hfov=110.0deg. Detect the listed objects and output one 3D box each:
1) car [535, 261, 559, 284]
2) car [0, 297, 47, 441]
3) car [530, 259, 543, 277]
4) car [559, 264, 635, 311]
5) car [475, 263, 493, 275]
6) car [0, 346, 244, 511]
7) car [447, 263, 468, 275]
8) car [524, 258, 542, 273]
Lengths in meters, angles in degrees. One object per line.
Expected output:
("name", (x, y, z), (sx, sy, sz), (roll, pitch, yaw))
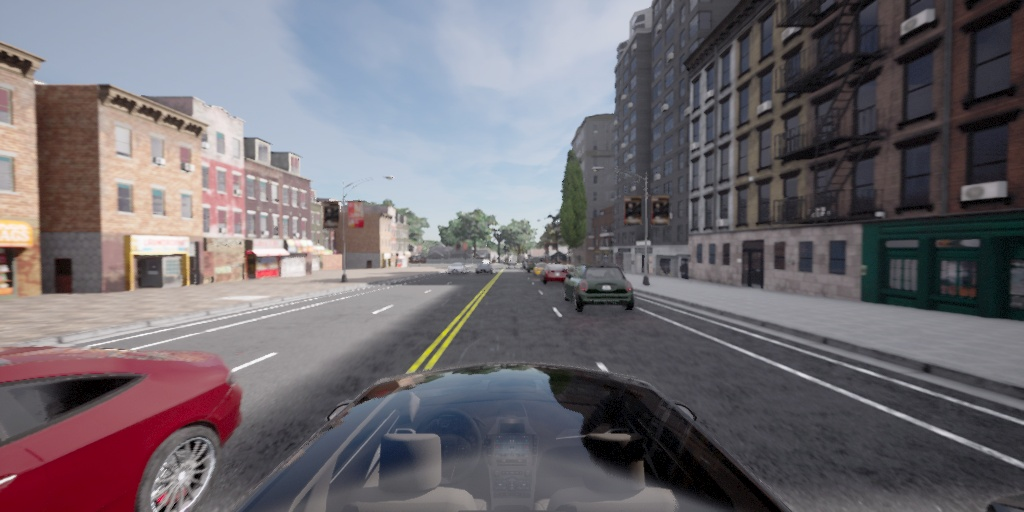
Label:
("car", (3.248, 1.363, 27.875), (2.163, 1.488, 4.792), (0, 0, 0))
("car", (-6.599, 1.243, 1.812), (2.128, 1.511, 4.902), (0, 0, 0))
("car", (3.248, 1.414, 39.041), (1.801, 1.575, 5.366), (0, -1, 0))
("car", (3.345, 1.126, 14.657), (2.097, 1.767, 4.553), (0, 0, 1))
("car", (-3.335, 1.565, 43.549), (1.994, 1.385, 4.181), (0, -1, 0))
("car", (-3.350, 1.277, 1.411), (1.812, 1.442, 4.674), (0, 0, 0))
("car", (-6.586, 1.527, 43.574), (1.812, 1.442, 4.674), (0, -1, 0))
("car", (3.248, 1.285, 49.891), (2.150, 2.045, 5.566), (0, -1, 0))
